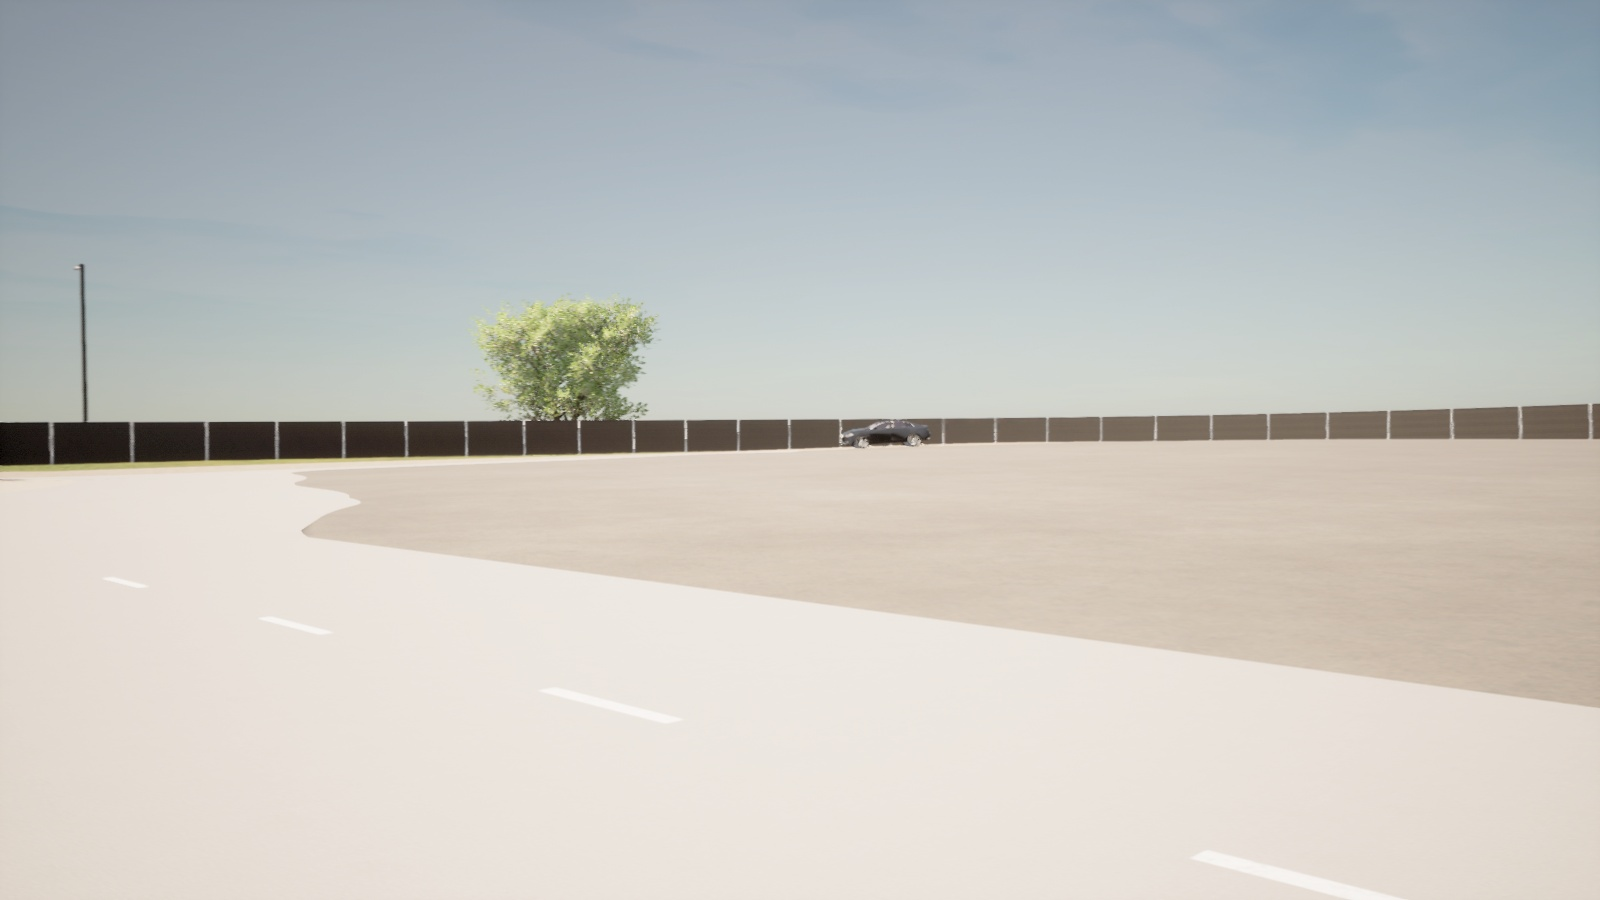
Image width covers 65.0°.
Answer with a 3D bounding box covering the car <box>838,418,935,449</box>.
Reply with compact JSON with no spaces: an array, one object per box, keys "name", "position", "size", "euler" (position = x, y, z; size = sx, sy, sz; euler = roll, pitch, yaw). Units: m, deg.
[{"name":"car","position":[4.688,-0.882,68.267],"size":[4.902,1.511,2.128],"euler":[-1,0,-7]}]
